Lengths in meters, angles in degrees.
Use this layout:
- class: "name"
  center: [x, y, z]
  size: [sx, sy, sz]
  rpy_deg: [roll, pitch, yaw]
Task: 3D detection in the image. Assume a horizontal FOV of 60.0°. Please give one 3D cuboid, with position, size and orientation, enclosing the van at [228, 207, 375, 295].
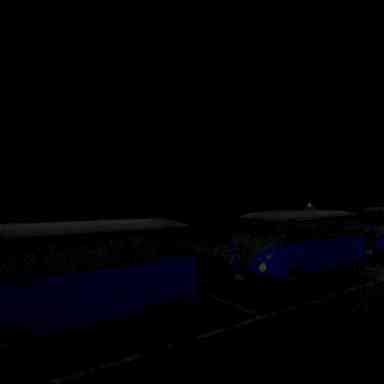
- class: "van"
  center: [2.754, 1.370, 8.510]
  size: [3.998, 1.788, 1.690]
  rpy_deg: [0, -1, -35]

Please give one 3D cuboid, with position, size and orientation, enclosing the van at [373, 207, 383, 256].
- class: "van"
  center: [7.302, 1.392, 11.752]
  size: [3.998, 1.788, 1.690]
  rpy_deg: [0, -1, -35]

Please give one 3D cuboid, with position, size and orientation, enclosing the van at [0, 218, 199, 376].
- class: "van"
  center: [-1.794, 1.347, 5.266]
  size: [3.998, 1.788, 1.690]
  rpy_deg: [0, -1, -35]
